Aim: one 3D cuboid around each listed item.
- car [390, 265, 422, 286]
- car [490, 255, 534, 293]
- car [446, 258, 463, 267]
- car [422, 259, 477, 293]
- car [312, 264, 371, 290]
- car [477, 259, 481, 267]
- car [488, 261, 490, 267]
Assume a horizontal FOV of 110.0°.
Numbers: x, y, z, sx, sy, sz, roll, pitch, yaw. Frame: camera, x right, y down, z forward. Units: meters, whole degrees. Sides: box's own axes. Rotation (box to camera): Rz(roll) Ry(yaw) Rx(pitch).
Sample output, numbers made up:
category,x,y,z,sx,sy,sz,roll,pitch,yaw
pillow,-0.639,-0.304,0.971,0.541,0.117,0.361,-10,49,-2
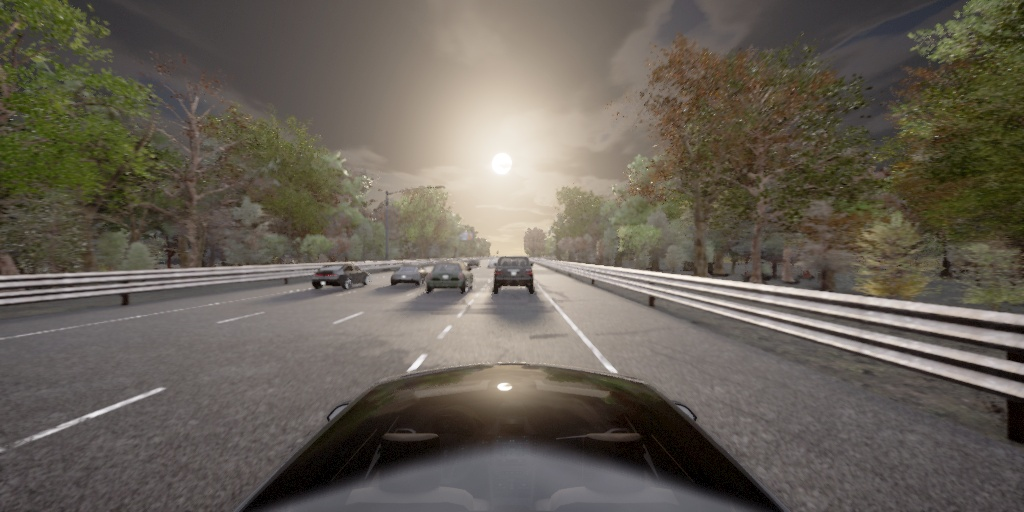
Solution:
category,x,y,z,sx,sy,sz,roll,pitch,yaw
car,-6.906,1.293,24.902,1.994,1.385,4.181,0,0,0
car,0.087,0.956,20.642,2.150,2.045,5.566,0,0,0
car,-10.220,1.195,64.281,2.128,1.511,4.902,0,0,0
car,-3.416,1.084,20.544,2.097,1.767,4.553,0,0,0
car,-10.412,1.238,22.209,1.837,1.490,4.892,0,1,0
car,-6.718,1.208,64.554,1.837,1.490,4.892,0,0,0
car,-3.229,1.228,64.870,1.812,1.442,4.674,0,0,1
